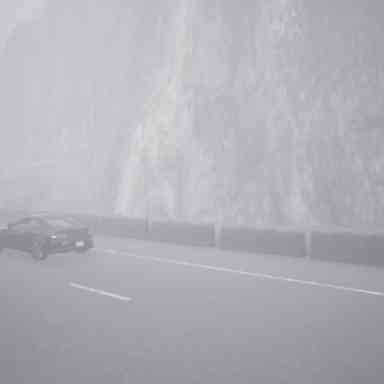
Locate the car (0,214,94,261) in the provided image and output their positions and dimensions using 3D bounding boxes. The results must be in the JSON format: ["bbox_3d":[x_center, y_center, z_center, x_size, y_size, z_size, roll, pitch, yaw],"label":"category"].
[{"bbox_3d":[-5.547,1.528,12.247,4.674,1.442,1.812,0,0,36],"label":"car"}]
